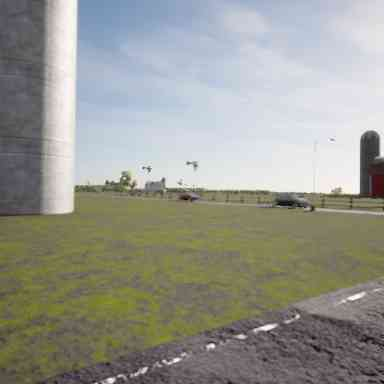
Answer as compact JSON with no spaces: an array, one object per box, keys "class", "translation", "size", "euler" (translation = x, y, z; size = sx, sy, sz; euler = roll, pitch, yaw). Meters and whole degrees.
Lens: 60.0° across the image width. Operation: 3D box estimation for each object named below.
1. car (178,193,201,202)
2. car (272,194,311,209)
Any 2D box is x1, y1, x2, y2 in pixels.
[{"class":"car","translation":[-0.441,0.863,57.542],"size":[1.882,1.535,5.008],"euler":[1,0,-35]},{"class":"car","translation":[12.028,1.035,40.214],"size":[2.097,1.767,4.553],"euler":[1,0,-36]}]
